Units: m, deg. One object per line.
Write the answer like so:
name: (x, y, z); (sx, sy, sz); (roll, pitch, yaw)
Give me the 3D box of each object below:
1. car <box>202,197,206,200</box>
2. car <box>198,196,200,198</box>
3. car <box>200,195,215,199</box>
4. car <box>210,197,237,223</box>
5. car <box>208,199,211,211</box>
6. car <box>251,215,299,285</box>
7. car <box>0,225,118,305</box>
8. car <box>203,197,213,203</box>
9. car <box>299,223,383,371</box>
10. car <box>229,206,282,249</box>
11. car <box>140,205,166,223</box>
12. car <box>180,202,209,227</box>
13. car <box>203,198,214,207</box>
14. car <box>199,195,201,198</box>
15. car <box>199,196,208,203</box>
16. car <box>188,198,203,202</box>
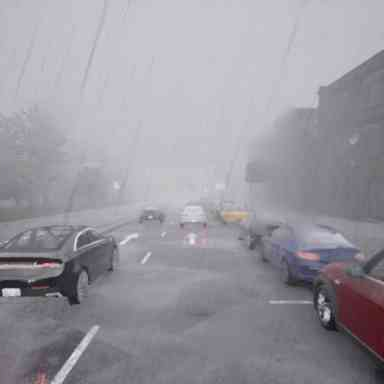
car: (3.208, 1.948, 53.798); (2.231, 1.521, 4.892); (0, 0, 0)
car: (3.235, 2.202, 83.085); (2.231, 1.521, 4.892); (0, 0, 1)
car: (3.201, 1.745, 59.484); (2.435, 2.045, 5.566); (0, 0, 0)
car: (3.225, 1.630, 31.673); (2.185, 1.767, 4.553); (0, 0, 0)
car: (3.222, 1.802, 37.414); (1.946, 1.575, 5.366); (0, 0, 0)
car: (3.225, 1.604, 9.600); (2.002, 1.452, 4.674); (0, 0, 0)
car: (-3.152, 1.564, 8.252); (2.128, 1.511, 4.902); (0, -1, 0)
car: (3.211, 1.900, 48.272); (2.231, 1.521, 4.892); (0, 0, 0)
car: (3.225, 1.392, 4.172); (2.185, 1.767, 4.553); (0, 0, 0)
car: (3.224, 1.613, 15.121); (2.231, 1.521, 4.892); (0, 0, 0)
car: (-3.165, 1.766, 27.552); (1.812, 1.442, 4.674); (0, -1, 0)
car: (0.104, 1.742, 24.853); (1.812, 1.442, 4.674); (0, 0, 0)
car: (3.196, 2.042, 65.164); (1.946, 1.575, 5.366); (0, -1, 0)
car: (3.191, 1.966, 70.473); (2.185, 1.767, 4.553); (0, -1, 0)
car: (3.171, 2.031, 92.508); (2.435, 2.045, 5.566); (0, 0, 0)
car: (0.090, 1.871, 42.238); (1.837, 1.490, 4.892); (0, -1, 0)
